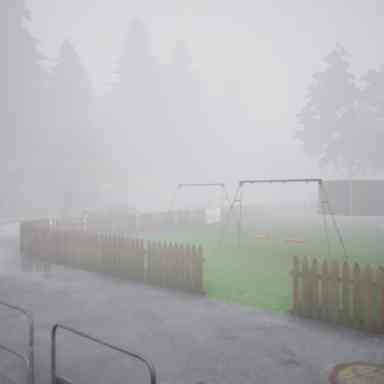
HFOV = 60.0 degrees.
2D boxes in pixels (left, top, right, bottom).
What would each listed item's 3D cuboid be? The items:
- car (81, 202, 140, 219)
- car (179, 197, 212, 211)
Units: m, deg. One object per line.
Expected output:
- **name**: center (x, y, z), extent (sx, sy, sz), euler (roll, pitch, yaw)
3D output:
- **car**: center (-6.985, 1.543, 29.123), extent (2.033, 1.411, 5.357), euler (0, 0, 35)
- **car**: center (0.431, 1.349, 39.528), extent (2.097, 1.767, 4.553), euler (0, 0, 36)
